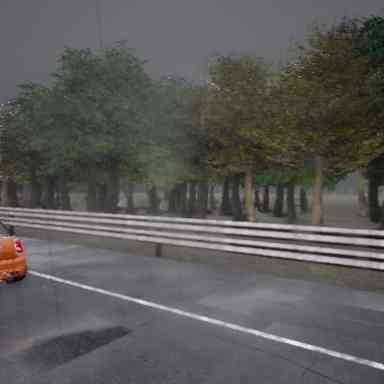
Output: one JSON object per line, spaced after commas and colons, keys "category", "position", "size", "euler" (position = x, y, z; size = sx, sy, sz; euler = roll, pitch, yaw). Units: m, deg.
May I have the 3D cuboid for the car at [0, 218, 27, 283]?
{"category": "car", "position": [-6.161, 1.322, 8.336], "size": [4.553, 1.767, 2.097], "euler": [1, 0, 36]}
